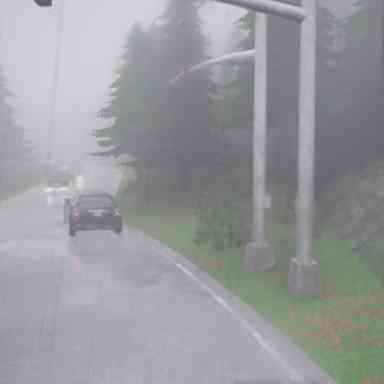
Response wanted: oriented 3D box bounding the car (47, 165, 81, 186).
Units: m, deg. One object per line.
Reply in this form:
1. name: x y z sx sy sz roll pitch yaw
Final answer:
1. car: -12.481 -1.485 32.149 2.033 1.411 5.357 -1 9 -9

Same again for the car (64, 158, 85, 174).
1. car: -14.748 -3.142 42.609 2.128 1.511 4.902 -2 9 -15

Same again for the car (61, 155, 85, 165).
1. car: -21.652 -5.905 60.389 5.008 1.535 1.882 9 9 40

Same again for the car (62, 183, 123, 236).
1. car: -4.528 0.731 14.917 2.097 1.767 4.553 1 4 -24

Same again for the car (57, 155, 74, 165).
1. car: -20.685 -5.110 54.613 1.882 1.535 5.008 -4 10 -38

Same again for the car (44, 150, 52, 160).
1. car: -30.320 -7.345 65.992 5.566 2.045 2.150 6 6 23
